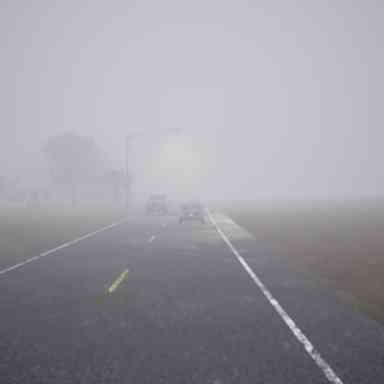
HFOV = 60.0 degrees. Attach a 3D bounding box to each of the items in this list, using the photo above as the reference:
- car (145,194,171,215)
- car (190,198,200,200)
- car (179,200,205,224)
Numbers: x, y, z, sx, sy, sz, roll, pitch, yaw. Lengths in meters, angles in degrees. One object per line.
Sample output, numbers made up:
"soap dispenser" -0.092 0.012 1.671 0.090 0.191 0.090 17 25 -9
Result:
"car" -3.453 1.221 34.458 2.150 2.045 5.566 0 0 1
"car" 0.371 1.505 43.651 1.812 1.442 4.674 0 0 2
"car" -0.009 1.540 24.605 2.033 1.411 5.357 0 0 0
